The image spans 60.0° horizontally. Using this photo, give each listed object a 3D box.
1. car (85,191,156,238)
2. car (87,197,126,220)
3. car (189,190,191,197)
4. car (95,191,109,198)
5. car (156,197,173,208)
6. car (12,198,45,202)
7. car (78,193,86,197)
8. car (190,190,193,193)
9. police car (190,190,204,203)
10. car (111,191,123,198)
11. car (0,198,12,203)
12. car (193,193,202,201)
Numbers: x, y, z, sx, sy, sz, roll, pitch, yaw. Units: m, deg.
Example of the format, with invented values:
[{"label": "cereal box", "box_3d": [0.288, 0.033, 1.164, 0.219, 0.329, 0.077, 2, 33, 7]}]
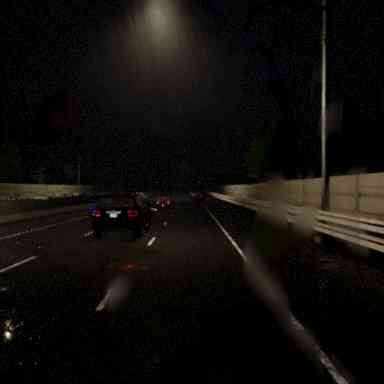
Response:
[{"label": "car", "box_3d": [-3.397, 1.094, 17.071, 2.150, 2.045, 5.566, 0, 0, 0]}, {"label": "car", "box_3d": [-6.896, 1.273, 27.324, 1.882, 1.535, 5.008, 0, 0, 0]}, {"label": "car", "box_3d": [0.014, 0.608, 91.534, 2.128, 1.511, 4.902, 0, 1, 0]}, {"label": "car", "box_3d": [-20.989, 0.610, 77.941, 1.882, 1.535, 5.008, 0, 1, 0]}, {"label": "car", "box_3d": [-3.394, 1.292, 41.126, 1.895, 1.301, 4.718, 0, 0, 0]}, {"label": "car", "box_3d": [-17.590, 1.323, 37.108, 1.895, 1.301, 4.718, 0, 0, 0]}, {"label": "car", "box_3d": [-24.489, 0.883, 75.744, 1.994, 1.385, 4.181, 0, 1, 0]}, {"label": "car", "box_3d": [1.061, 0.877, 72.063, 1.801, 1.575, 5.366, 0, 1, 0]}, {"label": "police car", "box_3d": [1.058, 1.002, 55.985, 1.930, 1.638, 5.238, 0, 0, 0]}, {"label": "car", "box_3d": [-17.489, 0.632, 77.940, 1.837, 1.490, 4.892, 0, 1, 0]}, {"label": "car", "box_3d": [-21.090, 1.329, 36.275, 1.895, 1.301, 4.718, 0, 0, 0]}, {"label": "car", "box_3d": [1.060, 0.942, 66.064, 1.801, 1.575, 5.366, 0, 1, 0]}]
